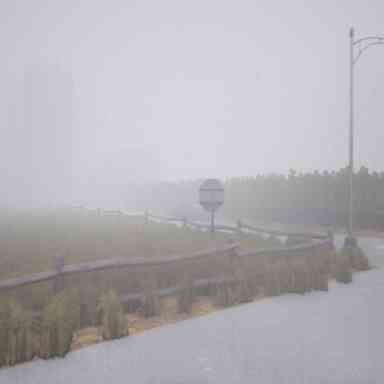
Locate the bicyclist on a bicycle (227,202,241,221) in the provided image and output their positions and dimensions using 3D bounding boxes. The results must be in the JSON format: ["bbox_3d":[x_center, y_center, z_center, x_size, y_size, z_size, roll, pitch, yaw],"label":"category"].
[{"bbox_3d":[3.637,1.648,28.480,1.656,1.620,0.582,0,-1,-36],"label":"bicyclist on a bicycle"}]

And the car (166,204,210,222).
[{"bbox_3d":[-0.425,1.817,28.620,1.837,1.490,4.892,1,-1,-36],"label":"car"}]
